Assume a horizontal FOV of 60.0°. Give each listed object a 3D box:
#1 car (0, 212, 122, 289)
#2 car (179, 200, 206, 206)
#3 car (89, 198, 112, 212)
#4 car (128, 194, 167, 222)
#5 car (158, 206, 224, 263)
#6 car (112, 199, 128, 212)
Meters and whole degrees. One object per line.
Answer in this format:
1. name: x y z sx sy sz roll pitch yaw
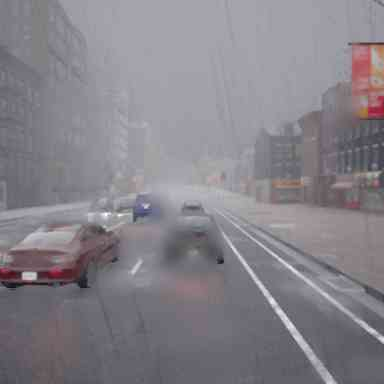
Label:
1. car: -3.195 1.488 8.906 1.812 1.442 4.674 0 0 1
2. car: 0.065 1.421 27.048 1.837 1.490 4.892 0 1 0
3. car: -9.861 1.396 36.605 1.812 1.442 4.674 0 0 0
4. car: -3.190 1.143 25.881 2.150 2.045 5.566 0 0 0
5. car: 0.068 1.460 11.707 1.837 1.490 4.892 0 0 0
6. car: -6.618 1.426 35.245 2.033 1.411 5.357 0 0 0
